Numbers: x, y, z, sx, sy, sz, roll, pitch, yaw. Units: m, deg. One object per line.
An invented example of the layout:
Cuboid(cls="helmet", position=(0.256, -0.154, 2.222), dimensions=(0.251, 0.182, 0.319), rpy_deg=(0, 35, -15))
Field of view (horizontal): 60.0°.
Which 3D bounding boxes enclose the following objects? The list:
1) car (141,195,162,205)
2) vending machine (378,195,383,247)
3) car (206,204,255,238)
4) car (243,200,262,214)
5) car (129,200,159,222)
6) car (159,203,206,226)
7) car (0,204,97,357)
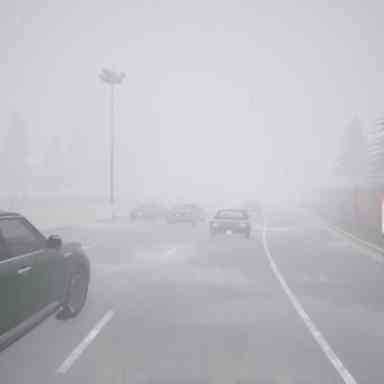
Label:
Cuboid(cls="car", position=(-6.739, 1.294, 55.948), dimensions=(1.837, 1.490, 4.892), rpy_deg=(0, 0, 14))
Cuboid(cls="vending machine", position=(8.410, 1.182, 13.633), dimensions=(1.100, 2.100, 0.880), rpy_deg=(0, 0, 11))
Cuboid(cls="car", position=(2.159, 1.550, 17.437), dimensions=(1.895, 1.301, 4.718), rpy_deg=(0, 0, 12))
Cuboid(cls="car", position=(6.150, 1.472, 34.342), dimensions=(1.994, 1.385, 4.181), rpy_deg=(0, 0, 14))
Cuboid(cls="car", position=(-3.181, 1.466, 25.394), dimensions=(1.994, 1.385, 4.181), rpy_deg=(0, 0, 13))
Cuboid(cls="car", position=(-0.263, 1.470, 22.718), dimensions=(2.033, 1.411, 5.357), rpy_deg=(0, 0, 13))
Cuboid(cls="car", position=(-3.173, 1.195, 4.181), dimensions=(2.150, 2.045, 5.566), rpy_deg=(0, 0, 3))
